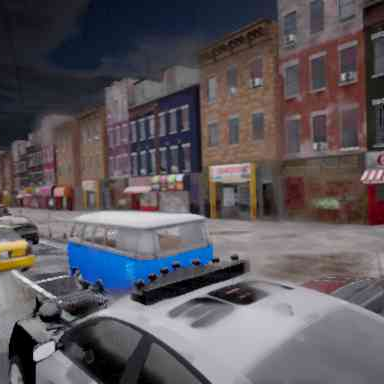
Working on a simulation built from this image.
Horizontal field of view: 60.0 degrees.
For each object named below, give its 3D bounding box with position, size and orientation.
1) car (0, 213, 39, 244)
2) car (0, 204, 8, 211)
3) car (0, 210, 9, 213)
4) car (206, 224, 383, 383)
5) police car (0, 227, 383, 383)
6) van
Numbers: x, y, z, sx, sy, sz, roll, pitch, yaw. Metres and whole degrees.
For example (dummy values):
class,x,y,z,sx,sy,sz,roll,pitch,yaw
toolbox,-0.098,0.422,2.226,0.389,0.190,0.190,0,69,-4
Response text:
class,x,y,z,sx,sy,sz,roll,pitch,yaw
car,-6.550,1.660,10.448,1.801,1.575,5.366,-4,1,-41
car,-12.131,1.673,19.681,2.192,1.841,5.009,-5,2,-41
car,-8.511,1.784,15.492,2.008,1.369,4.403,-5,2,-41
car,2.293,1.302,2.901,1.967,1.590,4.097,-5,2,-41
police car,-0.037,1.407,2.737,1.930,1.638,5.238,-4,1,-42
van,-1.317,1.327,7.094,1.690,1.788,3.998,-5,2,-41
